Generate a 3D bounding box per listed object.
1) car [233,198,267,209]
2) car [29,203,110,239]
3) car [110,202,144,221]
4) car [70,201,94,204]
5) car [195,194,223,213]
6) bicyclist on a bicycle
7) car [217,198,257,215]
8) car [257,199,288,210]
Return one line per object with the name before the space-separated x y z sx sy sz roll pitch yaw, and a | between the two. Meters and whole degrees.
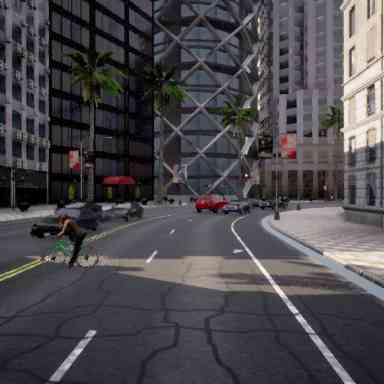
car | 7.974 1.547 45.684 2.033 1.411 5.357 0 0 42
car | -6.347 1.548 17.665 2.033 1.411 5.357 0 0 4
car | -5.355 1.537 26.964 1.812 1.442 4.674 0 0 12
car | -8.950 1.478 26.695 1.882 1.535 5.008 0 0 11
car | 2.322 1.221 37.130 2.150 2.045 5.566 0 0 27
bicyclist on a bicycle | -3.538 1.454 9.625 1.656 1.620 0.582 -1 0 2
car | 4.768 1.547 34.309 2.033 1.411 5.357 0 0 26
car | 10.589 1.547 43.223 2.033 1.411 5.357 0 0 41
